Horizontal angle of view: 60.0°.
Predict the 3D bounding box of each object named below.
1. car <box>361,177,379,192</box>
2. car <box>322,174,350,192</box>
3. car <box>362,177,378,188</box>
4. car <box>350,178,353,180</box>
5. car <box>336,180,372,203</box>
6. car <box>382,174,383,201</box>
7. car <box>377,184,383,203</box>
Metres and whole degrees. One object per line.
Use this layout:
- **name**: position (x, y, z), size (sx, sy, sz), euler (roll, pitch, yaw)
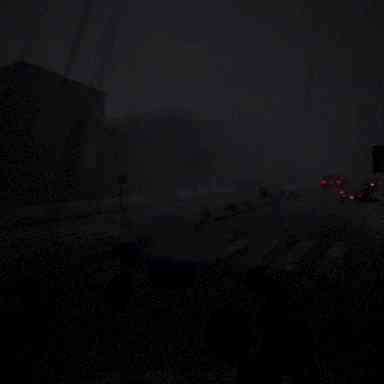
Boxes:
- **car**: position (20.220, -0.817, 38.538), size (1.812, 1.442, 4.674), euler (0, 3, 31)
- **car**: position (16.963, -1.094, 39.618), size (2.150, 2.045, 5.566), euler (0, 4, 31)
- **car**: position (25.315, -1.412, 47.203), size (1.812, 1.442, 4.674), euler (0, 4, 31)
- **car**: position (22.348, -1.441, 48.575), size (2.128, 1.511, 4.902), euler (0, 4, 31)
- **car**: position (12.858, 0.028, 26.273), size (1.812, 1.442, 4.674), euler (0, 3, 31)
- **car**: position (17.480, -0.291, 24.498), size (5.566, 2.045, 2.435), euler (0, 4, 11)
- **car**: position (14.196, 0.316, 19.336), size (5.366, 1.575, 1.946), euler (0, 4, 11)
